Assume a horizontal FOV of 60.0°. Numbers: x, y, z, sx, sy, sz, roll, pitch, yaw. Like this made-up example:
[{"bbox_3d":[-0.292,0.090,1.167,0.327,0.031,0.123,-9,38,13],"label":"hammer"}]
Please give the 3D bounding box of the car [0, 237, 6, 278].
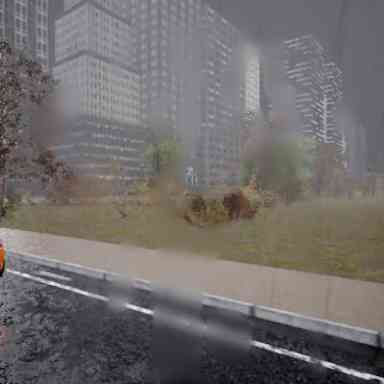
[{"bbox_3d":[-6.749,1.256,8.482,4.553,1.767,2.097,1,0,36],"label":"car"}]
